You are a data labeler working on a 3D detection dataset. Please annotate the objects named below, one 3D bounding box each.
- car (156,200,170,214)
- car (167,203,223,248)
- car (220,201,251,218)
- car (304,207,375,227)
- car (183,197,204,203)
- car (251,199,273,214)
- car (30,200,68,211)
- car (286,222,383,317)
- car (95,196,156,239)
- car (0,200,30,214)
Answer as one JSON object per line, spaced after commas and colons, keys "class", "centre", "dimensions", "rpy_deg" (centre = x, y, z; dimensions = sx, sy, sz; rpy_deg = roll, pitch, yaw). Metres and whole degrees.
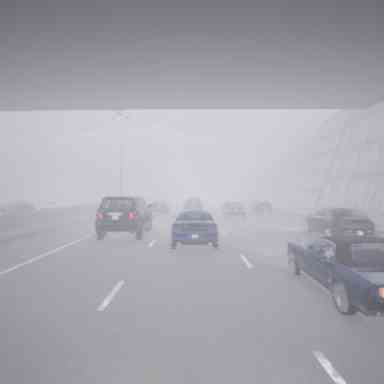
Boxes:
{"class": "car", "centre": [-3.369, 1.542, 35.375], "dimensions": [1.994, 1.385, 4.181], "rpy_deg": [0, 0, 0]}
{"class": "car", "centre": [0.107, 1.468, 14.652], "dimensions": [1.882, 1.535, 5.008], "rpy_deg": [0, 0, 0]}
{"class": "car", "centre": [3.624, 1.529, 29.783], "dimensions": [2.033, 1.411, 5.357], "rpy_deg": [0, 0, 0]}
{"class": "car", "centre": [7.109, 1.495, 16.506], "dimensions": [1.837, 1.490, 4.892], "rpy_deg": [0, 0, 0]}
{"class": "car", "centre": [0.131, 1.330, 34.850], "dimensions": [2.097, 1.767, 4.553], "rpy_deg": [0, 0, 0]}
{"class": "car", "centre": [7.132, 1.470, 34.788], "dimensions": [2.128, 1.511, 4.902], "rpy_deg": [0, 0, 0]}
{"class": "car", "centre": [-14.063, 1.504, 33.657], "dimensions": [1.812, 1.442, 4.674], "rpy_deg": [0, 0, 0]}
{"class": "car", "centre": [3.601, 1.596, 7.410], "dimensions": [1.895, 1.301, 4.718], "rpy_deg": [0, 0, 0]}
{"class": "car", "centre": [-3.390, 1.211, 17.379], "dimensions": [2.150, 2.045, 5.566], "rpy_deg": [0, 0, 0]}
{"class": "car", "centre": [-17.567, 1.526, 33.293], "dimensions": [2.033, 1.411, 5.357], "rpy_deg": [0, 0, 0]}
